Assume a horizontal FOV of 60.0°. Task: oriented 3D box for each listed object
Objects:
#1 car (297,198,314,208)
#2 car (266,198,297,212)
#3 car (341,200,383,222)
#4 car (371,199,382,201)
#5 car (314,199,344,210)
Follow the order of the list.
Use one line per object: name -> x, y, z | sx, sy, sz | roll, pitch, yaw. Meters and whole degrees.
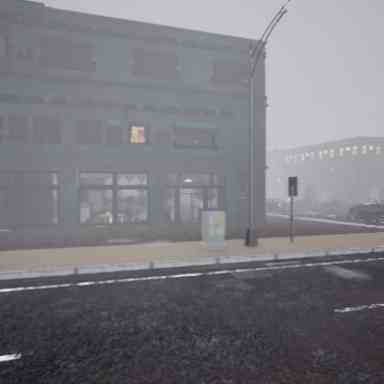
car -> 16.105, 1.528, 47.092 | 1.802, 1.307, 4.206 | -1, 0, -19
car -> 9.939, 1.463, 39.161 | 1.967, 1.590, 4.097 | -1, 0, -19
car -> 14.276, 1.598, 25.978 | 1.947, 1.339, 4.313 | -1, 0, -19
car -> 19.654, 1.505, 36.606 | 2.008, 1.369, 4.403 | -1, 0, -19
car -> 17.879, 1.532, 41.850 | 1.802, 1.307, 4.206 | -1, 0, -19
